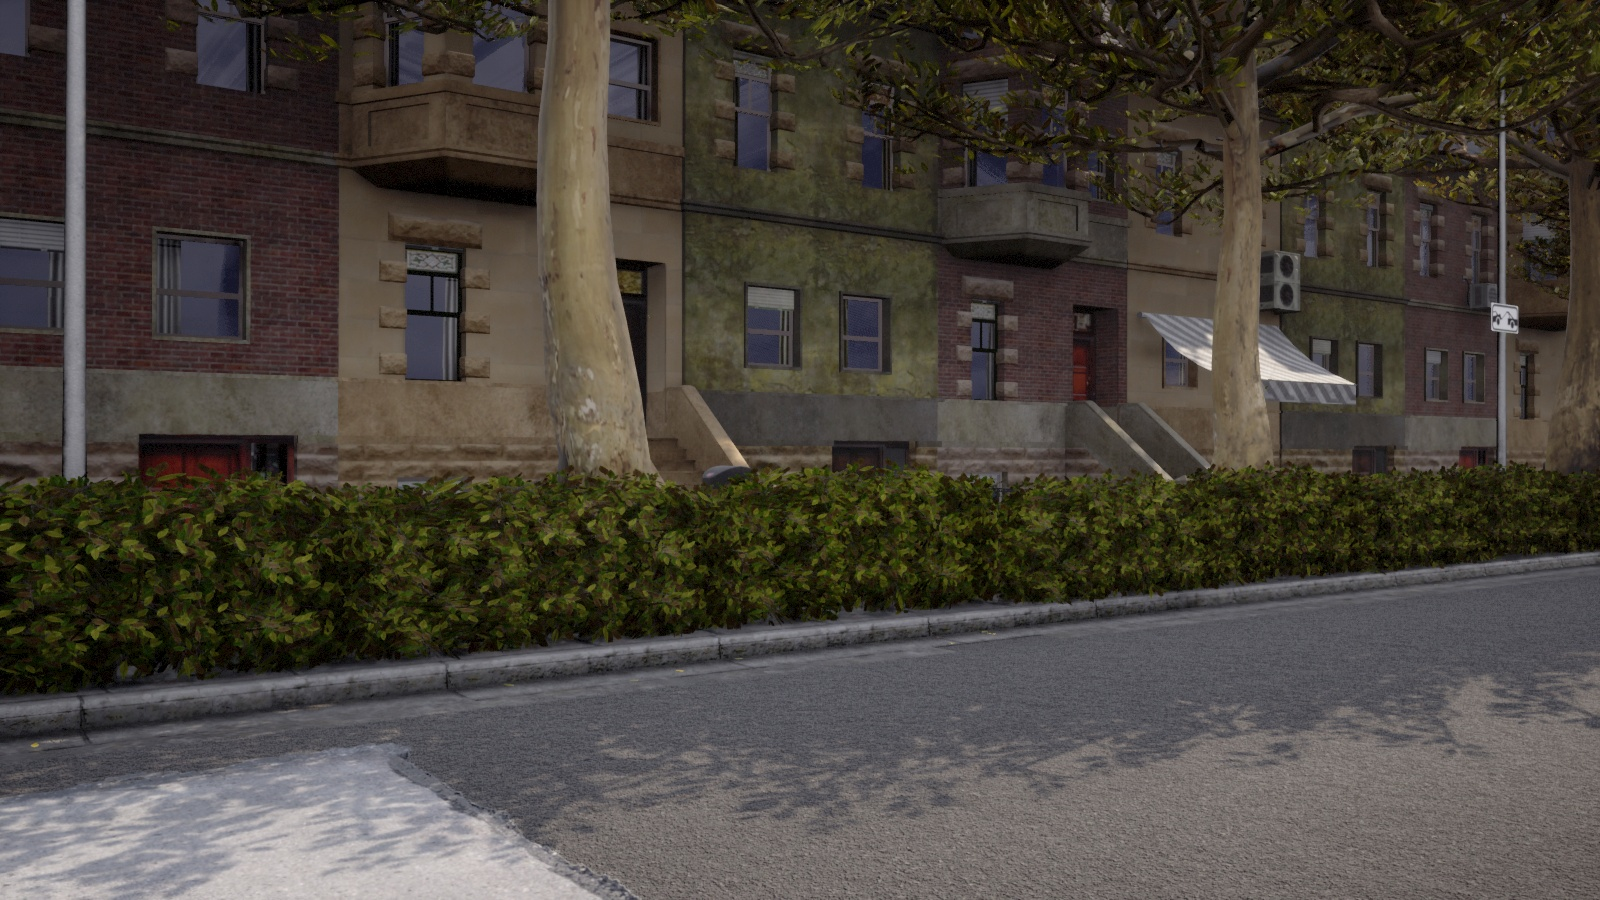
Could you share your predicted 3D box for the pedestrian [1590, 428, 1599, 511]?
[{"bbox_3d":[18.507,0.432,28.568,0.849,1.883,0.563,0,0,-30],"label":"pedestrian"}]
